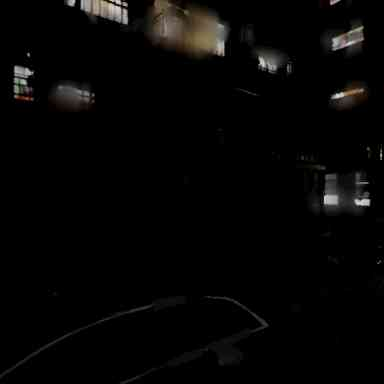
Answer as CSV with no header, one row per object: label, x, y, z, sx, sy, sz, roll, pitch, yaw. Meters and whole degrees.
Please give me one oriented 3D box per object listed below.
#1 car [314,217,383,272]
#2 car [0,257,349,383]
car,5.742,1.522,10.640,4.313,1.339,1.947,0,1,-35
car,-0.961,1.502,2.693,4.892,1.490,1.837,0,0,-35
